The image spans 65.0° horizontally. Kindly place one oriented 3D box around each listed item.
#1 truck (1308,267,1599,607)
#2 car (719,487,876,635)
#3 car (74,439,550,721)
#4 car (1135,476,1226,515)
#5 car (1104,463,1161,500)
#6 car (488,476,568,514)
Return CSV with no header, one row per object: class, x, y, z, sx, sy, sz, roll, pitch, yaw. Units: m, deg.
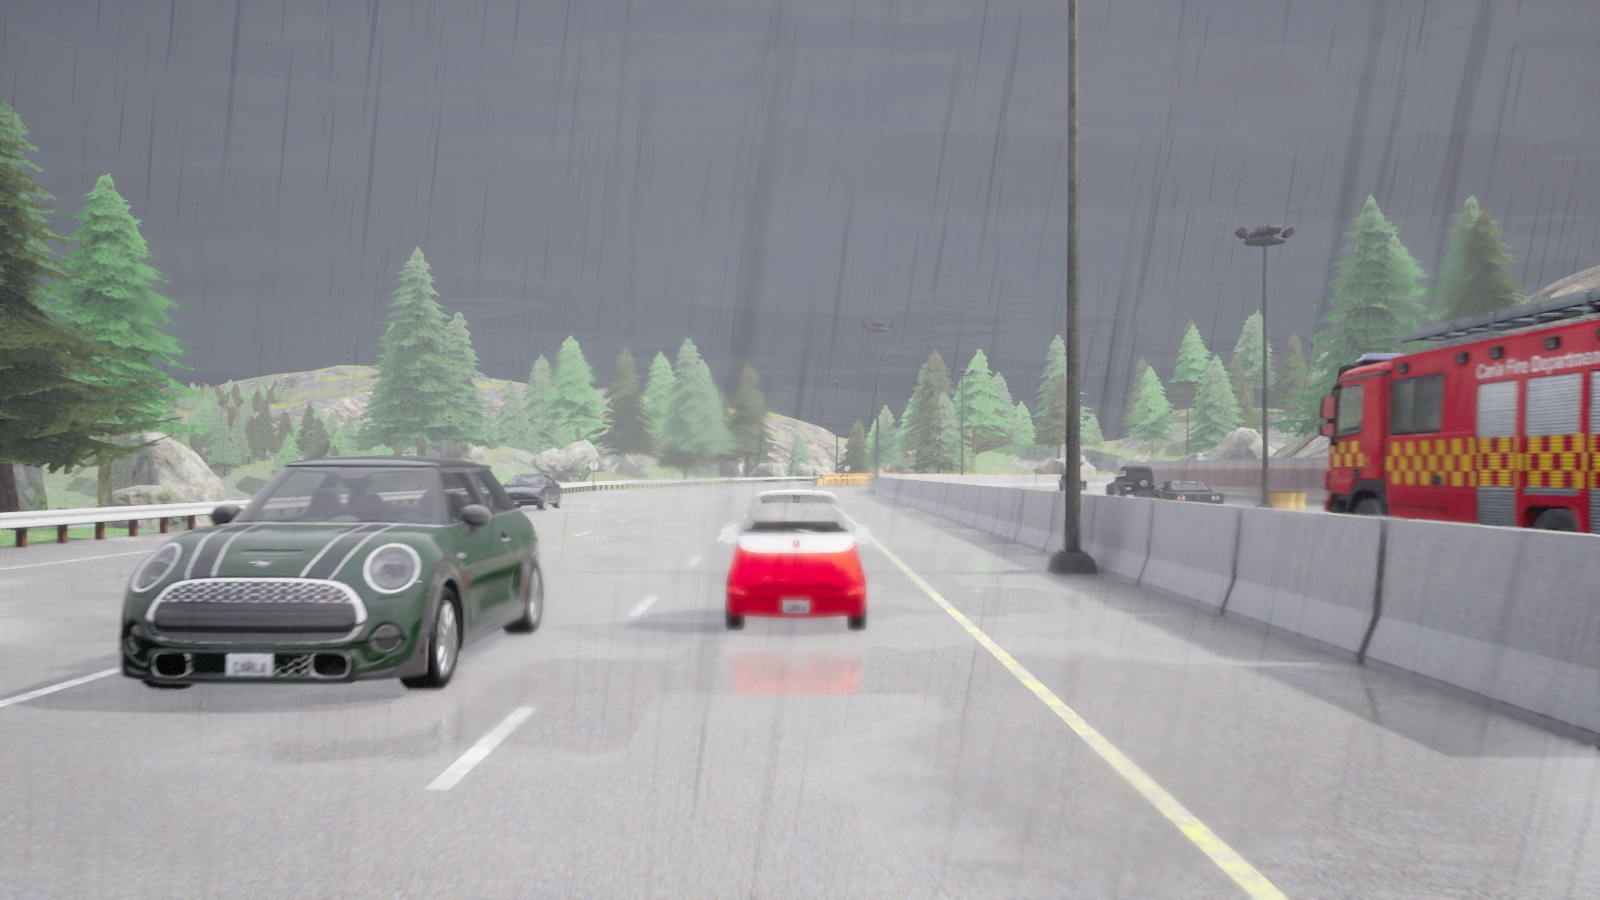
truck,10.453,-0.091,17.962,2.891,3.827,8.468,0,-1,0
car,-0.029,1.087,13.015,1.481,1.376,2.207,0,-1,0
car,-3.524,0.858,10.192,2.097,1.767,4.553,0,-1,0
car,13.868,1.631,46.071,1.895,1.301,4.718,0,-1,0
car,17.267,1.635,65.399,1.905,1.878,3.866,0,-1,0
car,-10.652,1.735,49.622,2.033,1.411,5.357,0,-1,0
